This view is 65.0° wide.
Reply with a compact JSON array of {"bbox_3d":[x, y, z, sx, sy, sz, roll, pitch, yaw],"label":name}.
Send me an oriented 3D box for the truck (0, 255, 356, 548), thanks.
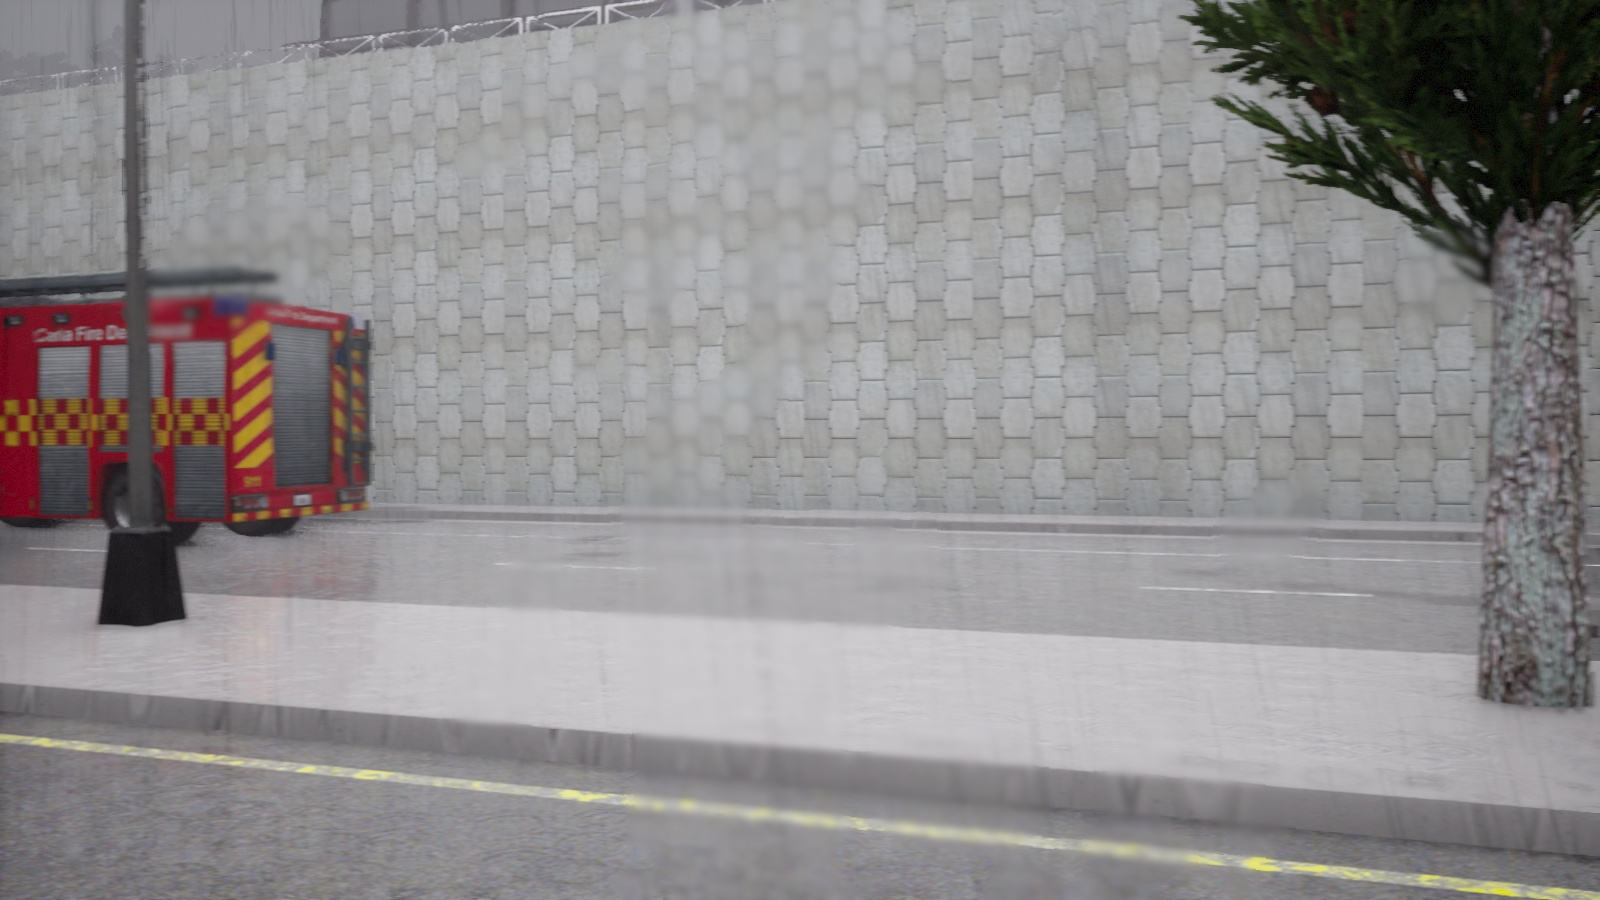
[{"bbox_3d":[-11.234,-0.686,19.088,8.468,3.827,2.891,1,1,19],"label":"truck"}]
